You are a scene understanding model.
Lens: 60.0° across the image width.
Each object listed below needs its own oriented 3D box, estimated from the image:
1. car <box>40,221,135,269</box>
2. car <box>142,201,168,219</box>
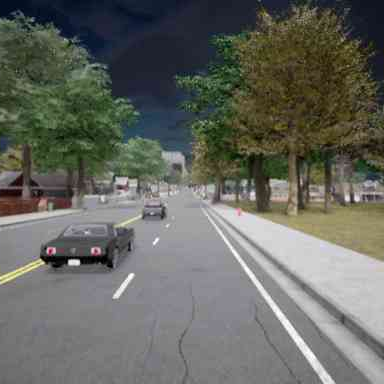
[{"bbox_3d":[-3.175,1.623,11.196,1.895,1.301,4.718,0,0,0],"label":"car"},{"bbox_3d":[-3.218,1.556,29.339,2.128,1.511,4.902,0,0,0],"label":"car"}]
